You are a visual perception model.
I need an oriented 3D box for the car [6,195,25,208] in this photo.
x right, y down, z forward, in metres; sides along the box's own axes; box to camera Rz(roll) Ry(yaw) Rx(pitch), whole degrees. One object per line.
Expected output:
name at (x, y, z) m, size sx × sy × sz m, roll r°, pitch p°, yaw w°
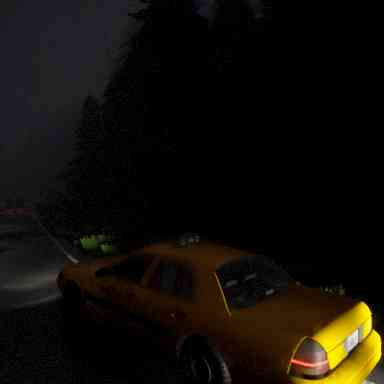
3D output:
car at (-21.199, 1.058, 40.008) m, size 2.128 × 1.511 × 4.902 m, roll -2°, pitch 2°, yaw -27°

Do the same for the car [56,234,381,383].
car at (-0.251, 1.418, 5.068) m, size 5.366 × 1.575 × 1.801 m, roll 1°, pitch 1°, yaw 44°
